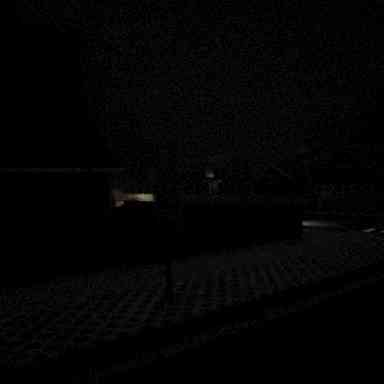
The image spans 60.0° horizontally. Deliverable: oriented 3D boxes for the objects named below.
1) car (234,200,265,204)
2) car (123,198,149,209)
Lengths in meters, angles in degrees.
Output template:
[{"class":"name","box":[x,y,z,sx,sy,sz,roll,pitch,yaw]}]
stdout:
[{"class":"car","box":[4.295,1.321,24.408,2.033,1.411,5.357,-3,1,-36]},{"class":"car","box":[-6.566,1.423,39.645,1.994,1.385,4.181,-3,1,-35]}]
